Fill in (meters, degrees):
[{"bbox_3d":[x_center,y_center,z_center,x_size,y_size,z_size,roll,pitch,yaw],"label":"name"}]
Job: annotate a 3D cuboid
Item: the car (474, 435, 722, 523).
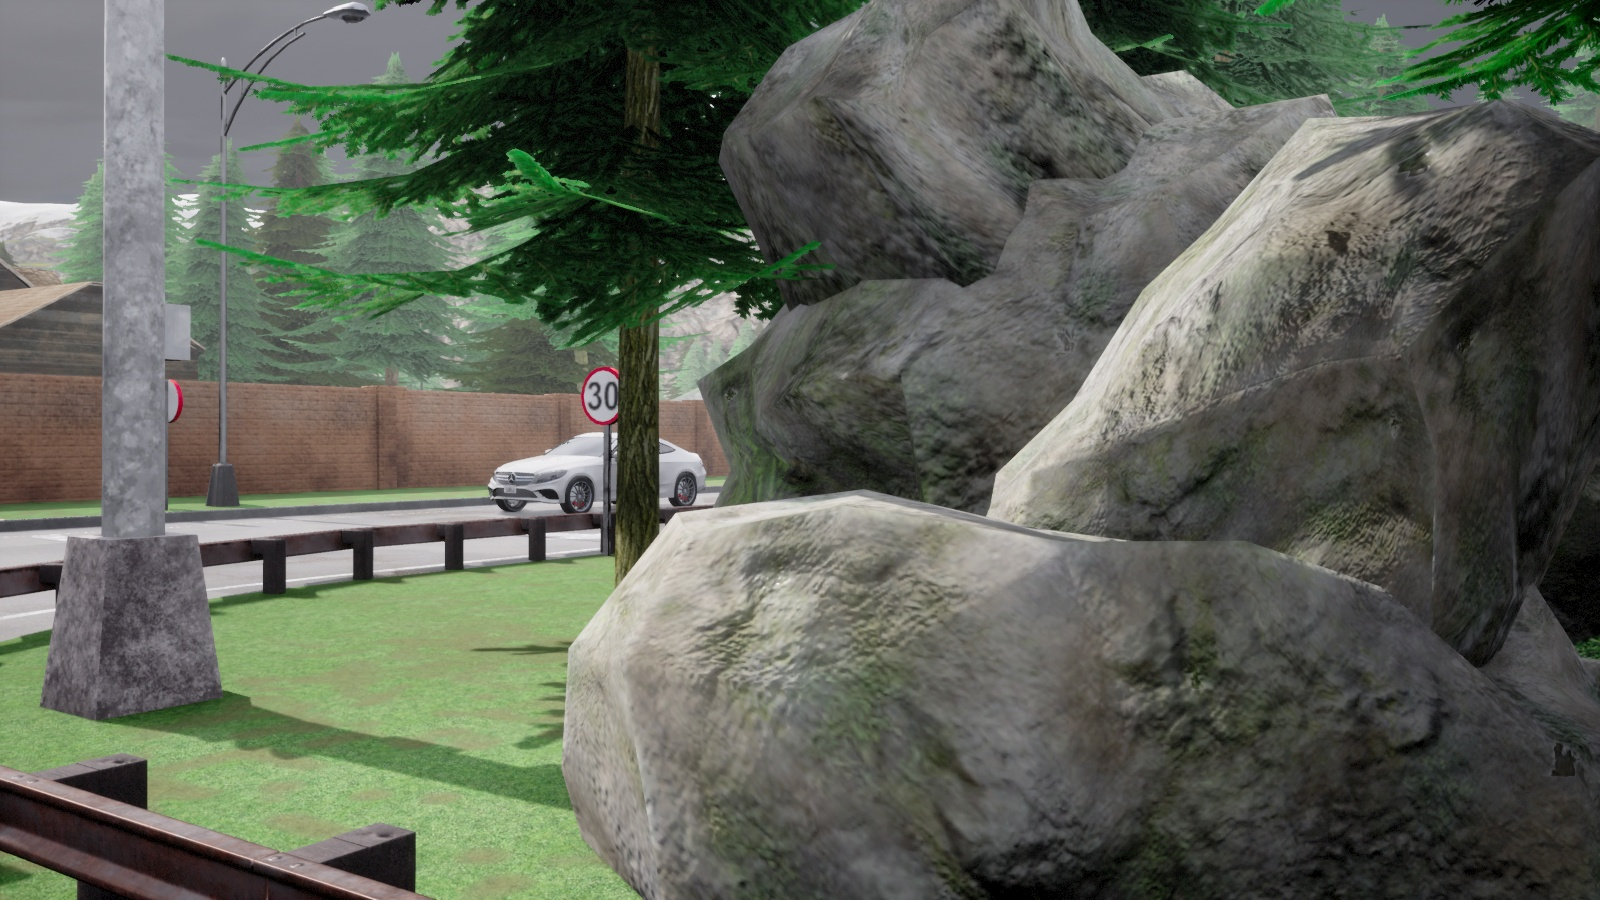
[{"bbox_3d":[-3.608,0.457,23.271,1.812,1.442,4.674,0,1,34],"label":"car"}]
